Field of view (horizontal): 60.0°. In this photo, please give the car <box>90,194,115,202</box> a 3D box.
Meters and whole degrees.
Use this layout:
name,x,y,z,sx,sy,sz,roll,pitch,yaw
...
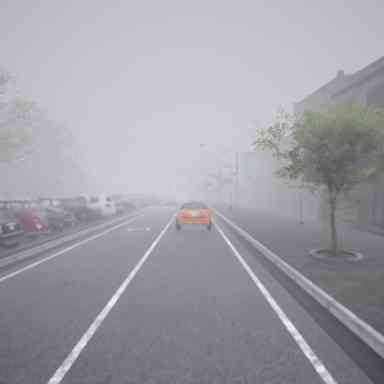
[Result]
name,x,y,z,sx,sy,sz,roll,pitch,yaw
car,-21.991,1.455,81.911,5.566,2.045,2.435,0,0,0

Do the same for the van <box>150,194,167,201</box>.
name,x,y,z,sx,sy,sz,roll,pitch,yaw
van,-9.005,1.519,90.837,4.442,1.987,1.878,0,0,0

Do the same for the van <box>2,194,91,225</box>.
name,x,y,z,sx,sy,sz,roll,pitch,yaw
van,-8.955,1.245,20.759,4.442,1.987,1.878,0,0,0

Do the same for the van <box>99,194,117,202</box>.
name,x,y,z,sx,sy,sz,roll,pitch,yaw
van,-22.083,1.506,87.462,4.442,1.987,1.878,0,0,0

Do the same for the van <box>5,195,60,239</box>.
name,x,y,z,sx,sy,sz,roll,pitch,yaw
van,-8.721,1.238,15.153,4.442,1.987,1.878,0,0,0

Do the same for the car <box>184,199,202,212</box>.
name,x,y,z,sx,sy,sz,roll,pitch,yaw
car,0.126,1.597,41.146,2.033,1.411,5.357,0,0,0

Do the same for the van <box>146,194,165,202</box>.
name,x,y,z,sx,sy,sz,roll,pitch,yaw
van,-8.999,1.482,82.429,4.442,1.987,1.878,0,0,0

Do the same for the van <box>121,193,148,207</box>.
name,x,y,z,sx,sy,sz,roll,pitch,yaw
van,-8.740,1.316,45.987,4.442,1.987,1.878,0,0,0

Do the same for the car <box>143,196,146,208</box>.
name,x,y,z,sx,sy,sz,roll,pitch,yaw
car,-8.884,1.559,43.182,4.792,1.488,2.163,0,0,0

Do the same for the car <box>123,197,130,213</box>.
name,x,y,z,sx,sy,sz,roll,pitch,yaw
car,-8.817,1.518,31.971,4.792,1.488,2.163,0,0,0

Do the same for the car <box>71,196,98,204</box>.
name,x,y,z,sx,sy,sz,roll,pitch,yaw
car,-21.958,1.645,68.031,4.892,1.521,2.231,0,0,0

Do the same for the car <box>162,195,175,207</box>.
name,x,y,z,sx,sy,sz,roll,pitch,yaw
car,-3.280,1.627,53.297,1.812,1.442,4.674,0,0,0

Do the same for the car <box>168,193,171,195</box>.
name,x,y,z,sx,sy,sz,roll,pitch,yaw
car,-8.858,1.482,88.037,5.566,2.045,2.435,0,0,0

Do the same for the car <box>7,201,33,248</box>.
name,x,y,z,sx,sy,sz,roll,pitch,yaw
car,-8.806,1.335,12.348,4.553,1.767,2.185,0,0,0

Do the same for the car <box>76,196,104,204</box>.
name,x,y,z,sx,sy,sz,roll,pitch,yaw
car,-21.769,1.653,70.808,5.366,1.575,1.946,0,0,0

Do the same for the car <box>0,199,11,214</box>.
name,x,y,z,sx,sy,sz,roll,pitch,yaw
car,-21.923,1.497,34.578,5.008,1.535,2.097,0,0,0

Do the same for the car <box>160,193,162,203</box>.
name,x,y,z,sx,sy,sz,roll,pitch,yaw
car,-8.839,1.505,65.609,4.553,1.767,2.185,0,0,0

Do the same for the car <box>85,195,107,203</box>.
name,x,y,z,sx,sy,sz,roll,pitch,yaw
car,-21.989,1.556,76.358,4.553,1.767,2.185,0,0,0

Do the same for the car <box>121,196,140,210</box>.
name,x,y,z,sx,sy,sz,roll,pitch,yaw
car,-8.845,1.505,37.579,5.008,1.535,2.097,0,0,0

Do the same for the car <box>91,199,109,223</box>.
name,x,y,z,sx,sy,sz,roll,pitch,yaw
car,-8.835,1.475,23.563,5.008,1.535,2.097,0,0,0

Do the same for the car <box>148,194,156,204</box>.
name,x,y,z,sx,sy,sz,roll,pitch,yaw
car,-8.857,1.580,54.396,5.008,1.535,2.097,0,0,0

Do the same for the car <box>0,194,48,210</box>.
name,x,y,z,sx,sy,sz,roll,pitch,yaw
car,-21.906,1.278,42.809,5.566,2.045,2.435,0,0,0

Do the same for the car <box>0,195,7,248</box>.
name,x,y,z,sx,sy,sz,roll,pitch,yaw
car,-8.867,1.209,9.548,5.566,2.045,2.435,0,0,0

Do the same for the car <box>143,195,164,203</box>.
name,x,y,z,sx,sy,sz,roll,pitch,yaw
car,-8.910,1.556,76.822,4.553,1.767,2.185,0,0,0

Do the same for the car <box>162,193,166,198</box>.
name,x,y,z,sx,sy,sz,roll,pitch,yaw
car,-8.844,1.392,68.413,5.566,2.045,2.435,0,0,0

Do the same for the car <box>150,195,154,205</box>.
name,x,y,z,sx,sy,sz,roll,pitch,yaw
car,-8.831,1.597,51.592,4.792,1.488,2.163,0,0,0

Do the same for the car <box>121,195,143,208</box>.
name,x,y,z,sx,sy,sz,roll,pitch,yaw
car,-9.038,1.513,40.379,5.366,1.575,1.946,0,0,0

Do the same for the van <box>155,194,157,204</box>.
name,x,y,z,sx,sy,sz,roll,pitch,yaw
van,-8.748,1.367,57.200,4.442,1.987,1.878,0,0,0

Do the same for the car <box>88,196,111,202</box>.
name,x,y,z,sx,sy,sz,roll,pitch,yaw
car,-21.931,1.724,79.135,4.792,1.488,2.163,0,0,0

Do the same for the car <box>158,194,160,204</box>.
name,x,y,z,sx,sy,sz,roll,pitch,yaw
car,-8.837,1.493,62.806,4.553,1.767,2.185,0,0,0

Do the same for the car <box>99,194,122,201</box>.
name,x,y,z,sx,sy,sz,roll,pitch,yaw
car,-21.996,1.493,90.238,5.566,2.045,2.435,0,0,0

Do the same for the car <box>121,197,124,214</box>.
name,x,y,z,sx,sy,sz,roll,pitch,yaw
car,-8.840,1.484,29.174,4.892,1.521,2.231,0,0,0

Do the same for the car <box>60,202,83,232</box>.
name,x,y,z,sx,sy,sz,roll,pitch,yaw
car,-8.832,1.469,17.956,4.892,1.521,2.231,0,0,0

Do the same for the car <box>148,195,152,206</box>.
name,x,y,z,sx,sy,sz,roll,pitch,yaw
car,-8.830,1.584,48.789,4.792,1.488,2.163,0,0,0

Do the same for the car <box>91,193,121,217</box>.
name,x,y,z,sx,sy,sz,roll,pitch,yaw
car,-8.871,1.227,26.367,5.566,2.045,2.435,0,0,0

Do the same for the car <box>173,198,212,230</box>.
name,x,y,z,sx,sy,sz,roll,pitch,yaw
car,0.114,1.357,21.417,2.097,1.767,4.553,0,0,0

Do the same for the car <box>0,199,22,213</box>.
name,x,y,z,sx,sy,sz,roll,pitch,yaw
car,-21.927,1.545,37.238,4.674,1.452,2.002,0,0,0
